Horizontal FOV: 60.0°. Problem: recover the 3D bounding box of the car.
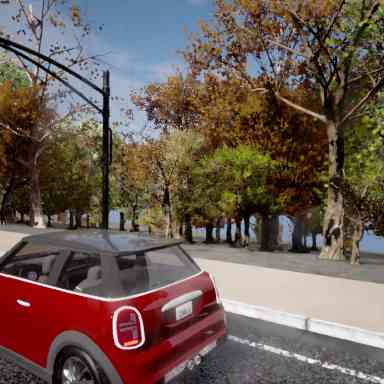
[{"bbox_3d":[-1.815,1.351,4.979,4.553,1.767,2.097,0,0,36],"label":"car"}]
